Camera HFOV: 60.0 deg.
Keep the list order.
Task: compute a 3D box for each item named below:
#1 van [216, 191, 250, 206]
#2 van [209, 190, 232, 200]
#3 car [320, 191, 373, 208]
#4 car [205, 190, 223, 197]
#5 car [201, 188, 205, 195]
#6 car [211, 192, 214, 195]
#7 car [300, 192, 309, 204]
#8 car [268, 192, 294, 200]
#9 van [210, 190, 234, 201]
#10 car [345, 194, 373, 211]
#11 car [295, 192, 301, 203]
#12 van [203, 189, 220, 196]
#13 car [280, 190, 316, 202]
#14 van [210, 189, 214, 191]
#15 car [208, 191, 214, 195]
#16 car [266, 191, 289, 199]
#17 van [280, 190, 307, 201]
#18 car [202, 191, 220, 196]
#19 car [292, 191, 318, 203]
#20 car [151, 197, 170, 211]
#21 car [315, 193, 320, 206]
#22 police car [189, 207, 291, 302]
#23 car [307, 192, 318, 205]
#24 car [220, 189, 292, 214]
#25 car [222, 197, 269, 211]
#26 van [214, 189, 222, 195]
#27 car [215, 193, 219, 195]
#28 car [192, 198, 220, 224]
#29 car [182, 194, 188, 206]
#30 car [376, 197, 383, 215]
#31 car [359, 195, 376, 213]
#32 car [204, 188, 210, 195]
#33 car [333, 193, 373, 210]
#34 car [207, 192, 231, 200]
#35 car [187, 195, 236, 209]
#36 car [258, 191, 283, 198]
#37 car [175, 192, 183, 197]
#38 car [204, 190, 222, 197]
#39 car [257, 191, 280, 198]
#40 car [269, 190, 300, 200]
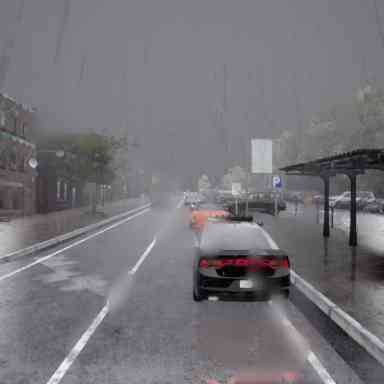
[{"bbox_3d":[5.735,0.900,46.870,4.442,1.987,1.878,0,1,0],"label":"van"},{"bbox_3d":[5.669,0.611,66.497,4.442,1.987,1.878,0,1,0],"label":"van"},{"bbox_3d":[18.695,0.950,39.289,5.566,2.045,2.435,0,1,0],"label":"car"},{"bbox_3d":[5.465,0.428,83.315,4.553,1.767,2.185,0,1,0],"label":"car"},{"bbox_3d":[5.486,0.397,77.707,5.566,2.045,2.435,0,1,0],"label":"car"},{"bbox_3d":[5.639,1.125,49.676,4.792,1.488,2.163,0,1,0],"label":"car"},{"bbox_3d":[18.881,1.116,47.621,5.366,1.575,1.946,0,1,0],"label":"car"},{"bbox_3d":[18.593,0.812,69.828,4.792,1.488,2.163,0,1,0],"label":"car"},{"bbox_3d":[5.679,0.658,63.694,4.442,1.987,1.878,0,1,0],"label":"van"},{"bbox_3d":[18.748,1.251,33.740,5.008,1.535,2.097,0,1,0],"label":"car"},{"bbox_3d":[18.657,1.119,50.393,4.792,1.488,2.163,0,1,0],"label":"car"},{"bbox_3d":[5.351,0.186,91.722,4.442,1.987,1.878,0,1,0],"label":"van"},{"bbox_3d":[18.687,0.717,58.723,5.566,2.045,2.435,0,1,0],"label":"car"},{"bbox_3d":[5.698,0.752,58.090,4.442,1.987,1.878,0,1,0],"label":"van"},{"bbox_3d":[5.597,1.020,55.286,4.892,1.521,2.231,0,1,0],"label":"car"},{"bbox_3d":[18.643,0.610,72.602,4.553,1.767,2.185,0,1,0],"label":"car"},{"bbox_3d":[18.766,0.696,61.499,4.442,1.987,1.878,0,1,0],"label":"van"},{"bbox_3d":[5.453,0.365,94.529,5.008,1.535,2.097,0,1,0],"label":"car"},{"bbox_3d":[18.706,1.080,53.176,4.792,1.488,2.163,0,1,0],"label":"car"},{"bbox_3d":[-3.424,1.271,37.115,2.033,1.411,5.357,0,1,0],"label":"car"},{"bbox_3d":[18.709,1.177,42.066,4.892,1.521,2.231,0,1,0],"label":"car"},{"bbox_3d":[0.958,1.401,8.428,1.930,1.638,5.238,0,0,0],"label":"police car"},{"bbox_3d":[18.700,1.149,44.844,5.008,1.535,2.097,0,1,0],"label":"car"},{"bbox_3d":[5.647,1.032,30.048,5.566,2.045,2.435,0,1,0],"label":"car"},{"bbox_3d":[5.659,1.273,35.658,4.674,1.452,2.002,0,1,0],"label":"car"},{"bbox_3d":[5.512,0.930,44.068,4.442,1.987,1.878,0,1,0],"label":"van"},{"bbox_3d":[5.633,1.182,41.264,5.008,1.535,2.097,0,1,0],"label":"car"},{"bbox_3d":[0.926,1.303,24.526,1.801,1.575,5.366,0,1,0],"label":"car"},{"bbox_3d":[-0.058,1.214,46.852,1.895,1.301,4.718,0,1,1],"label":"car"},{"bbox_3d":[18.791,1.330,28.190,4.792,1.488,2.163,0,1,0],"label":"car"},{"bbox_3d":[18.759,1.277,30.965,4.892,1.521,2.231,0,1,0],"label":"car"},{"bbox_3d":[5.544,0.680,60.889,5.566,2.045,2.435,0,1,0],"label":"car"},{"bbox_3d":[18.739,1.226,36.516,5.008,1.535,2.097,0,1,0],"label":"car"},{"bbox_3d":[5.537,0.791,69.303,4.892,1.521,2.231,0,1,0],"label":"car"},{"bbox_3d":[0.938,1.254,18.297,2.097,1.767,4.553,0,1,0],"label":"car"},{"bbox_3d":[18.408,0.639,78.153,5.366,1.575,1.946,0,1,0],"label":"car"},{"bbox_3d":[-3.426,0.563,87.993,1.994,1.385,4.181,0,1,0],"label":"car"},{"bbox_3d":[5.455,0.381,86.118,4.553,1.767,2.185,0,1,0],"label":"car"},{"bbox_3d":[18.590,0.596,80.930,4.892,1.521,2.231,0,1,0],"label":"car"},{"bbox_3d":[18.659,0.577,67.048,5.566,2.045,2.435,0,1,0],"label":"car"}]
